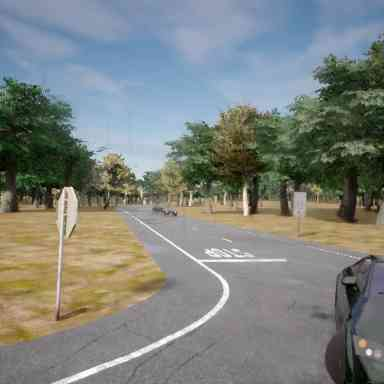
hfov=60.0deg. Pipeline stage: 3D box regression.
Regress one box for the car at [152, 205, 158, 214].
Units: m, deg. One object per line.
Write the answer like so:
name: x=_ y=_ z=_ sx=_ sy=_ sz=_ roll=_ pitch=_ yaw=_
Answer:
car: x=-5.637 y=2.967 z=56.873 sx=1.882 sy=1.535 sz=5.008 roll=3 pitch=-2 yaw=-14

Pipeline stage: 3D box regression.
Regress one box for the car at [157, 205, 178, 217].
car: x=-3.400 y=2.855 z=48.022 sx=1.895 sy=1.301 sz=4.718 roll=3 pitch=-2 yaw=-13

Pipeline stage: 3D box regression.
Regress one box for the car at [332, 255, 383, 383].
car: x=3.094 y=1.643 z=4.605 sx=1.994 sy=1.385 sz=4.181 roll=1 pitch=-1 yaw=22
